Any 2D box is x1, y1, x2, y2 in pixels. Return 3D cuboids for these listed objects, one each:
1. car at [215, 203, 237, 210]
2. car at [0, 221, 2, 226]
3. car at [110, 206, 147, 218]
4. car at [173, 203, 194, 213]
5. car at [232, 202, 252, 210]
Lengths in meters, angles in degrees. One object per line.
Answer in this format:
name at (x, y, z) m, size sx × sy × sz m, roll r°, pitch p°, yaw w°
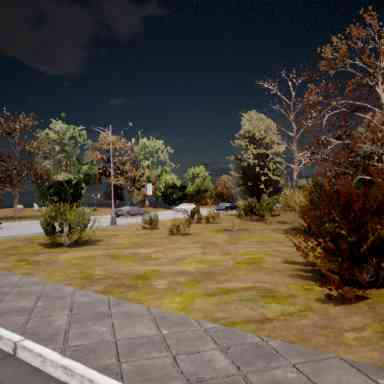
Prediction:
car at (5.294, 2.297, 49.408) m, size 1.895 × 1.301 × 4.718 m, roll -3°, pitch -2°, yaw 32°
car at (-17.985, 2.430, 26.113) m, size 2.033 × 1.411 × 5.357 m, roll -3°, pitch -2°, yaw 33°
car at (-7.858, 2.485, 41.916) m, size 2.033 × 1.411 × 5.357 m, roll -3°, pitch -2°, yaw 32°
car at (-1.105, 2.546, 52.651) m, size 1.812 × 1.442 × 4.674 m, roll -3°, pitch -2°, yaw 32°
car at (9.414, 2.577, 62.496) m, size 1.895 × 1.301 × 4.718 m, roll -3°, pitch -2°, yaw 33°
